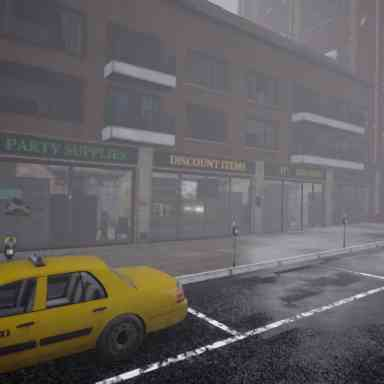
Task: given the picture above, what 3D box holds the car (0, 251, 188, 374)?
[{"bbox_3d":[-2.348,1.526,4.400,4.829,1.417,1.752,0,2,-35],"label":"car"}]
